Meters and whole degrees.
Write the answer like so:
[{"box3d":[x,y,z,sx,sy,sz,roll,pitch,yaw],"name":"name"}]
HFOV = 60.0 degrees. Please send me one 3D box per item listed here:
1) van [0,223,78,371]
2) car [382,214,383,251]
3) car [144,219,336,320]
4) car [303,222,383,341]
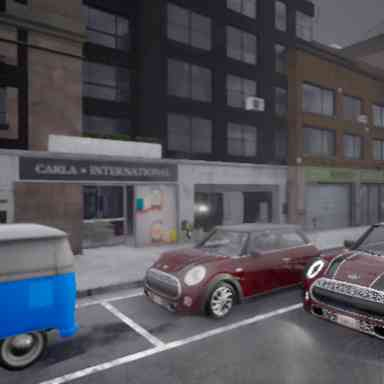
[{"box3d":[-3.477,1.339,4.062,3.998,1.788,1.690,0,-1,-35],"name":"van"},{"box3d":[9.810,1.564,13.537,4.829,1.417,1.752,0,-1,-35],"name":"car"},{"box3d":[0.998,1.450,7.253,4.097,1.590,1.967,0,-1,-35],"name":"car"},{"box3d":[4.181,1.367,6.349,4.553,1.767,2.097,0,0,-35],"name":"car"}]
